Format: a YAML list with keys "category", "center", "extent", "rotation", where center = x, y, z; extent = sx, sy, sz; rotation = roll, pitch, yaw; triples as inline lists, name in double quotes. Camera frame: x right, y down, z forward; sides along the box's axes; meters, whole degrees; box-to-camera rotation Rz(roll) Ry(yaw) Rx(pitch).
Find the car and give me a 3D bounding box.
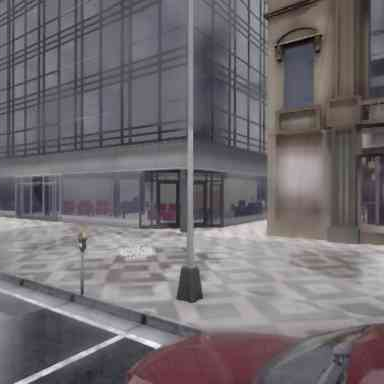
- category: "car"
  center: [1.306, 1.579, 2.028]
  extent: [4.206, 1.307, 1.802]
  rotation: [0, 0, 36]
